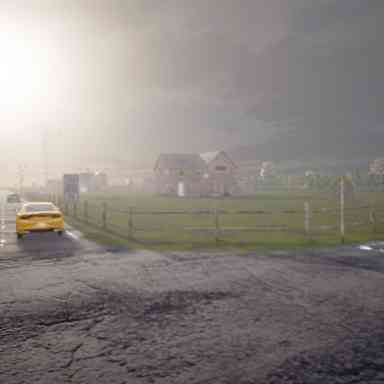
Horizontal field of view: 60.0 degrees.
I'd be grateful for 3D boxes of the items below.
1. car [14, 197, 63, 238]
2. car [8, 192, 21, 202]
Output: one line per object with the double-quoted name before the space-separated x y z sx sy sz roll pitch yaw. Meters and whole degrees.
"car" -7.653 1.231 16.518 1.882 1.535 5.008 -1 1 -28
"car" -28.634 0.788 53.574 2.128 1.511 4.902 -1 1 -29
